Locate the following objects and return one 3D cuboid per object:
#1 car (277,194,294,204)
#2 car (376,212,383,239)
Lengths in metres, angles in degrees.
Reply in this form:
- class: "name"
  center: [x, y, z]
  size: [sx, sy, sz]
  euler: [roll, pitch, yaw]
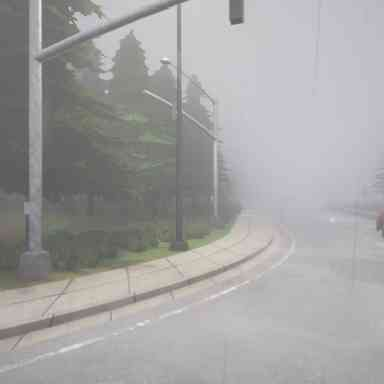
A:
- class: "car"
  center: [17.683, 1.354, 62.331]
  size: [2.097, 1.767, 4.553]
  euler: [0, 0, 8]
- class: "car"
  center: [10.053, 1.223, 13.711]
  size: [2.150, 2.045, 5.566]
  euler: [-1, 0, -2]
